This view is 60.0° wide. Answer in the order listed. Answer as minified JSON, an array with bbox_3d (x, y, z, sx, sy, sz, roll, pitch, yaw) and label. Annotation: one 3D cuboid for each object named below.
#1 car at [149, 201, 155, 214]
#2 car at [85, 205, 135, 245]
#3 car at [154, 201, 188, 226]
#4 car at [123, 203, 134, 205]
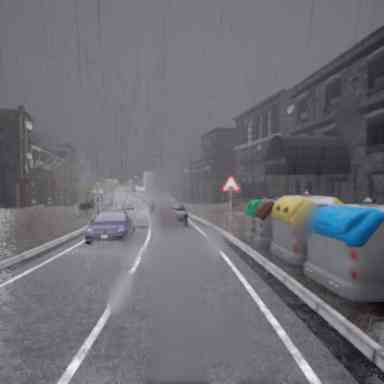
[{"bbox_3d":[-4.114,1.841,40.543,2.128,1.511,4.902,0,-1,-11],"label":"car"},{"bbox_3d":[-3.831,1.605,16.145,1.812,1.442,4.674,0,0,-5],"label":"car"},{"bbox_3d":[-1.381,1.553,23.601,2.128,1.511,4.902,0,-2,-7],"label":"car"},{"bbox_3d":[-11.063,2.586,57.661,1.994,1.385,4.181,0,-2,-12],"label":"car"}]
